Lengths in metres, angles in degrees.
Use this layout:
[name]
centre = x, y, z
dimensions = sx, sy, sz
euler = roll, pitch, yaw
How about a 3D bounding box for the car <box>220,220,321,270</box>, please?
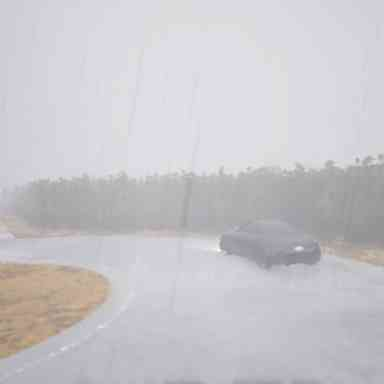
[car]
centre = 2.550, 1.688, 11.766
dimensions = 1.994, 1.385, 4.181
euler = -1, -1, -18
